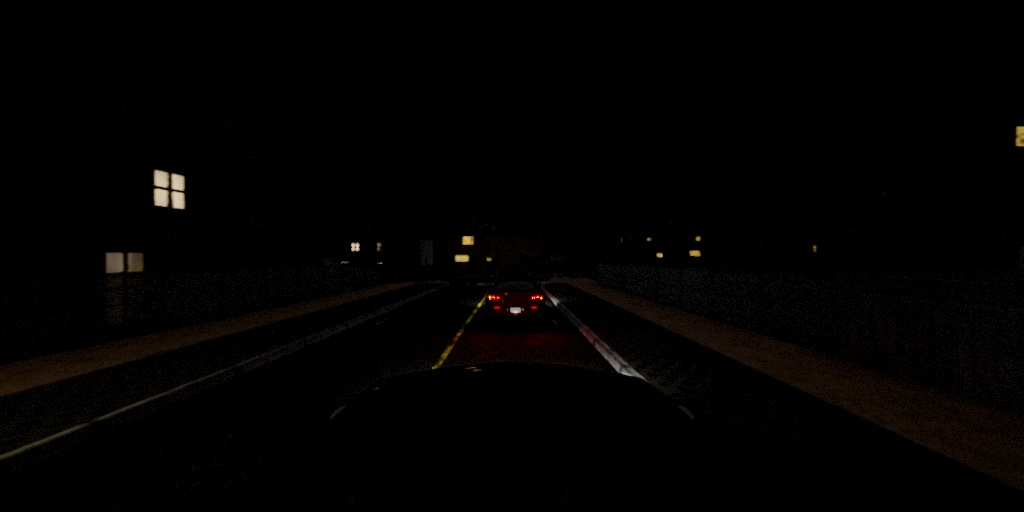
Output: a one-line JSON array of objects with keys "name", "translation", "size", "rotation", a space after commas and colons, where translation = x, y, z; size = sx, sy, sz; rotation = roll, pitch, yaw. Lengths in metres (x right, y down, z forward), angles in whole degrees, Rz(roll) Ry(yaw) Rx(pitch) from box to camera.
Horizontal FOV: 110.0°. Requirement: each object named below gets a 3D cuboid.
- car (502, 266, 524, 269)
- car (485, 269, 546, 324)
[{"name": "car", "translation": [0.055, 1.374, 22.062], "size": [1.837, 1.490, 4.892], "rotation": [0, 0, -1]}, {"name": "car", "translation": [0.101, 1.333, 12.109], "size": [1.812, 1.442, 4.674], "rotation": [0, 0, 0]}]
